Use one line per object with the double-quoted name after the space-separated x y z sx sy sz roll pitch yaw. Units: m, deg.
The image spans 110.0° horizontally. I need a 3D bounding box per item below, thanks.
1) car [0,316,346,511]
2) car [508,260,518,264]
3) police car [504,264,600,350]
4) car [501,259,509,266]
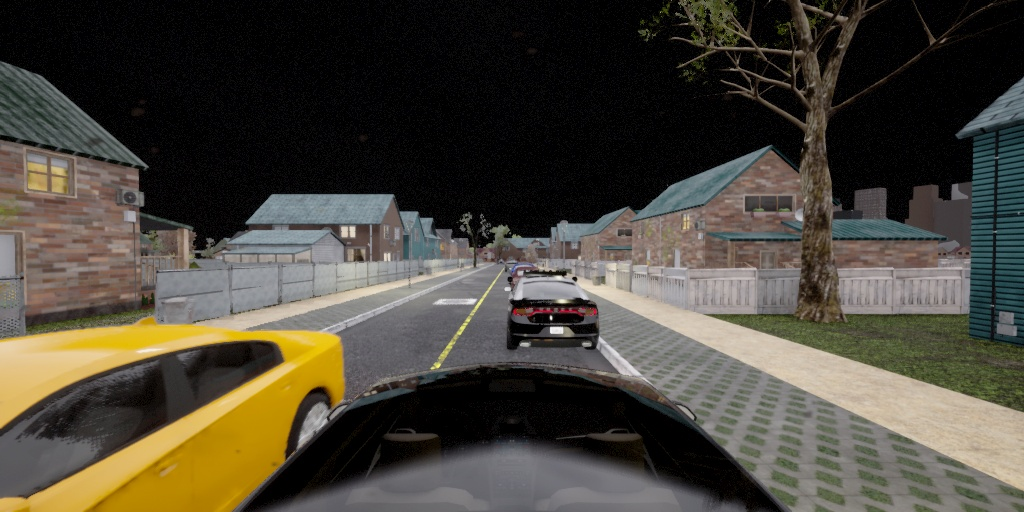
-2.747 1.227 1.870 1.882 1.535 5.008 0 0 0 "car"
0.828 1.242 25.116 1.882 1.535 5.008 0 0 0 "car"
0.828 1.175 9.223 1.930 1.638 5.238 0 0 0 "police car"
0.041 1.302 47.602 2.128 1.511 4.902 0 0 0 "car"
